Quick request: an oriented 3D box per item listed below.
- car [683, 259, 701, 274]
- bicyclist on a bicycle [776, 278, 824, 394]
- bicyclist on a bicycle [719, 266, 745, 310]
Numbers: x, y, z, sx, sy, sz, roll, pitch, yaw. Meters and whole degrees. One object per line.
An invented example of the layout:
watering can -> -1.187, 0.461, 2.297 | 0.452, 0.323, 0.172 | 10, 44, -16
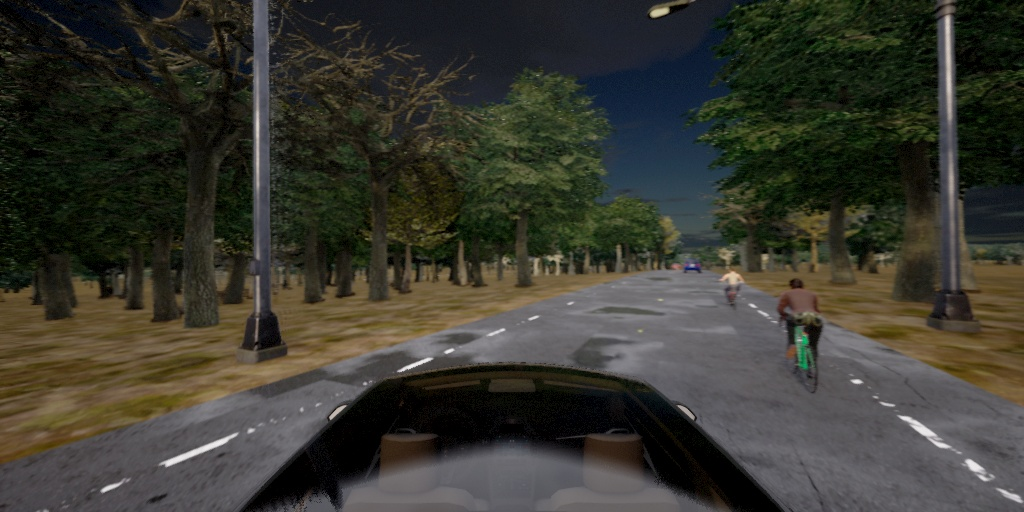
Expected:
car -> 26.126, 1.472, 52.010 | 2.150, 2.045, 5.566 | -1, -1, 26
bicyclist on a bicycle -> 4.509, 1.181, 5.621 | 0.582, 1.620, 1.656 | -1, -1, 26
bicyclist on a bicycle -> 8.424, 1.202, 13.707 | 0.866, 1.612, 1.509 | -1, -1, 26
